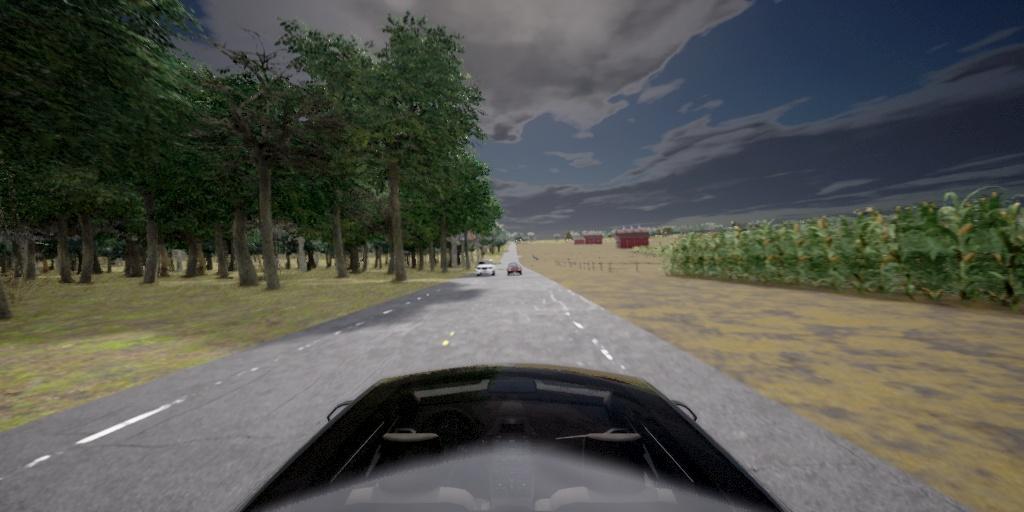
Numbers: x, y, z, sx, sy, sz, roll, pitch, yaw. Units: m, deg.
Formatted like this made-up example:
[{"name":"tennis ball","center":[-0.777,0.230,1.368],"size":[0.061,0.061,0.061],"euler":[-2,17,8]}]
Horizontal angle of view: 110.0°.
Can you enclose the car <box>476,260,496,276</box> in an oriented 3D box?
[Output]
[{"name":"car","center":[-3.347,1.517,46.704],"size":[2.150,2.045,5.566],"euler":[-2,-1,1]}]

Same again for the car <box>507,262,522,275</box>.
[{"name":"car","center":[0.329,1.742,46.296],"size":[1.895,1.301,4.718],"euler":[-2,-1,0]}]
